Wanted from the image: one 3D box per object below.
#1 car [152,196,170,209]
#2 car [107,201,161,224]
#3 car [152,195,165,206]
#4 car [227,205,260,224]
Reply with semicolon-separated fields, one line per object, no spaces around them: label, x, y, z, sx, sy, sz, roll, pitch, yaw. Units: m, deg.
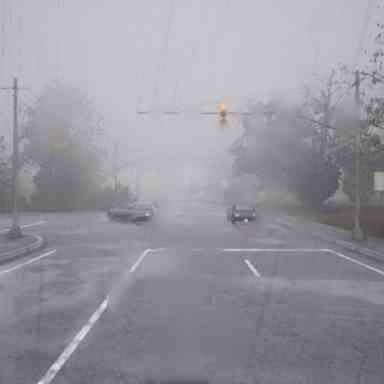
car;-4.035;1.623;46.053;2.033;1.411;5.357;0;-1;-3
car;-4.564;1.549;24.700;1.994;1.385;4.181;0;0;-44
car;-6.947;1.726;68.457;2.150;2.045;5.566;0;-1;-12
car;3.650;1.586;24.530;1.895;1.301;4.718;0;0;0
